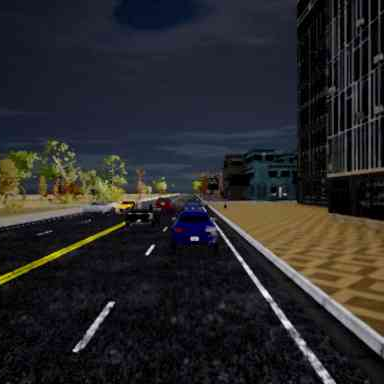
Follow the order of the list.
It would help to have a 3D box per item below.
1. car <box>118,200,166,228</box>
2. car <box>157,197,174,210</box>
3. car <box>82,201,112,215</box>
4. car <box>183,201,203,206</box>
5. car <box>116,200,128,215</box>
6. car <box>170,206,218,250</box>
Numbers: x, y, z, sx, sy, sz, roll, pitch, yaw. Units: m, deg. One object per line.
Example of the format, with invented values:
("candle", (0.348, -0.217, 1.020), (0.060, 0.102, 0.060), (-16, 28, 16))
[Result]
("car", (-3.153, 1.505, 22.172), (2.128, 1.511, 4.902), (0, 0, 0))
("car", (-3.157, 1.374, 38.336), (2.097, 1.767, 4.553), (0, 0, 0))
("car", (-9.755, 1.621, 34.390), (1.895, 1.301, 4.718), (0, 0, 0))
("car", (0.094, 1.566, 33.026), (2.033, 1.411, 5.357), (0, 0, 0))
("car", (-6.505, 1.543, 34.470), (1.882, 1.535, 5.008), (0, 0, 0))
("car", (0.096, 1.534, 14.356), (1.812, 1.442, 4.674), (0, 0, 0))
